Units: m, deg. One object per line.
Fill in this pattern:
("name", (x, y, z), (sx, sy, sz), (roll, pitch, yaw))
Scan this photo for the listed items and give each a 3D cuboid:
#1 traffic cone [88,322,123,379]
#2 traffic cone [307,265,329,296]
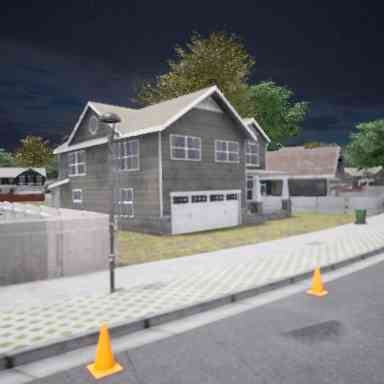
("traffic cone", (-1.105, 1.948, 4.216), (0.340, 0.580, 0.340), (-1, 0, -37))
("traffic cone", (2.733, 1.896, 7.237), (0.340, 0.580, 0.340), (-1, 0, -40))
